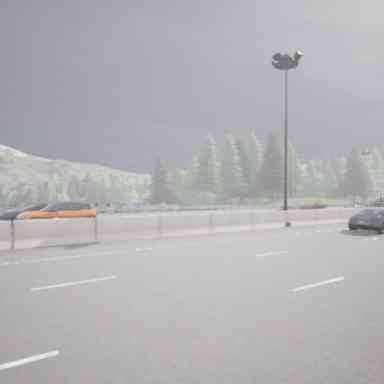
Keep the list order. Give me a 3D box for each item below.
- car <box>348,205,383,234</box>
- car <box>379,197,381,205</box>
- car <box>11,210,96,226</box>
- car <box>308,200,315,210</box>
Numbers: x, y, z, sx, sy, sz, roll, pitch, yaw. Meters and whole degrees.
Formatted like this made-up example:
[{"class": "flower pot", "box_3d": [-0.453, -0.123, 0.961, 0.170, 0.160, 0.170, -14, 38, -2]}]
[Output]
[{"class": "car", "box_3d": [11.501, 1.736, 20.552, 4.181, 1.385, 1.994, 1, 0, -36]}, {"class": "car", "box_3d": [25.605, 1.657, 43.708, 5.566, 2.045, 2.150, 1, 0, -35]}, {"class": "car", "box_3d": [-7.971, 1.376, 19.802, 4.553, 1.767, 2.097, 0, 0, -35]}, {"class": "car", "box_3d": [17.087, 1.904, 46.230, 4.674, 1.442, 1.812, 1, 0, -35]}]
